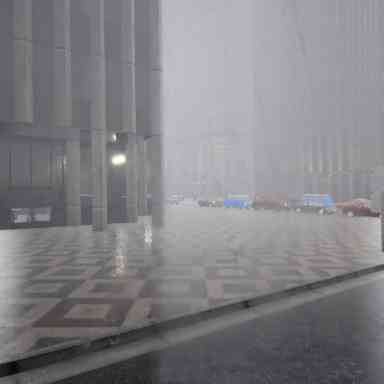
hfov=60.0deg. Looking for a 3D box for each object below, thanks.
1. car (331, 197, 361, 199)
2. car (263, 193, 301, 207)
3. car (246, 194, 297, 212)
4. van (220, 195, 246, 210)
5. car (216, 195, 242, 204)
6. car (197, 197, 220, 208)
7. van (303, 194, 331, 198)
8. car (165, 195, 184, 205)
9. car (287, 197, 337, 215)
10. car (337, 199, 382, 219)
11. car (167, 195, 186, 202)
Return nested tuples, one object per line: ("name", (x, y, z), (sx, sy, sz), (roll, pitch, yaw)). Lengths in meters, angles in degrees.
("car", (19.076, 1.385, 38.461), (1.752, 1.417, 4.829), (-1, 1, -36))
("car", (12.742, 1.131, 47.305), (2.192, 1.841, 5.009), (-1, 1, -36))
("car", (9.016, 1.291, 37.858), (2.192, 1.841, 5.009), (-1, 1, -36))
("van", (5.798, 1.295, 42.351), (1.690, 1.788, 3.998), (-1, 1, -36))
("car", (6.214, 1.297, 56.431), (1.752, 1.417, 4.829), (-1, 1, -36))
("car", (2.582, 1.372, 46.843), (1.967, 1.590, 4.097), (-1, 1, -36))
("van", (15.958, 1.179, 42.813), (1.690, 1.788, 3.998), (-1, 1, -36))
("car", (-3.853, 1.440, 55.828), (2.008, 1.369, 4.403), (-1, 1, -36))
("car", (12.235, 1.549, 33.369), (2.008, 1.369, 4.403), (-1, 1, -36))
("car", (15.453, 1.567, 28.877), (1.887, 1.381, 4.507), (-1, 1, -36))
("car", (-3.334, 1.258, 69.771), (2.008, 1.369, 4.403), (-1, 1, -36))
